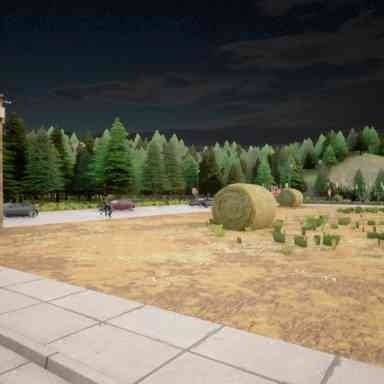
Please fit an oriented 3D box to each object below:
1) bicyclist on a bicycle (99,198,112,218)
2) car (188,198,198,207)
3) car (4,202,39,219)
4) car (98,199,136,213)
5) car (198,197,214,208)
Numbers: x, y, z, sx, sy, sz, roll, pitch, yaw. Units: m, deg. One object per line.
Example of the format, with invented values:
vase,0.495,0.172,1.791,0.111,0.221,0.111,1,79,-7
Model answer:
bicyclist on a bicycle,-7.068,1.327,27.067,1.656,1.620,0.582,0,0,36
car,1.379,1.552,50.996,1.812,1.442,4.674,0,0,37
car,-15.400,1.591,28.384,1.994,1.385,4.181,0,0,36
car,-8.432,1.552,37.791,1.812,1.442,4.674,0,0,36
car,3.480,1.518,47.815,2.128,1.511,4.902,0,0,37
